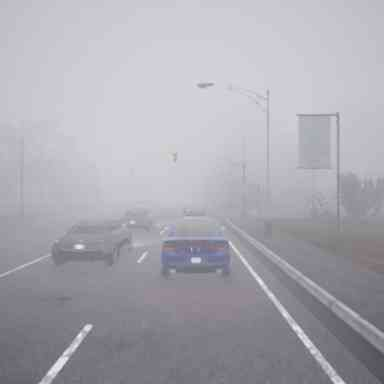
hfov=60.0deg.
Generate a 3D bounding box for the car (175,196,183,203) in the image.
[{"bbox_3d":[-3.497,1.886,88.176,2.097,1.767,4.553,0,0,0],"label":"car"}]

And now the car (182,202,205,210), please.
[{"bbox_3d":[0.101,1.616,20.323,2.128,1.511,4.902,0,0,0],"label":"car"}]

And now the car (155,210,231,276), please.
[{"bbox_3d":[0.100,1.543,10.610,1.882,1.535,5.008,0,-1,0],"label":"car"}]

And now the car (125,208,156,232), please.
[{"bbox_3d":[-3.399,1.692,20.976,1.994,1.385,4.181,0,0,0],"label":"car"}]

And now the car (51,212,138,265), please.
[{"bbox_3d":[-3.402,1.638,12.051,1.994,1.385,4.181,0,0,0],"label":"car"}]

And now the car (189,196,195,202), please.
[{"bbox_3d":[0.002,2.067,87.788,2.033,1.411,5.357,0,0,0],"label":"car"}]

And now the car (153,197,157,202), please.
[{"bbox_3d":[-10.497,2.059,89.111,1.994,1.385,4.181,0,0,0],"label":"car"}]

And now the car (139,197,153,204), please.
[{"bbox_3d":[-10.498,1.972,73.512,2.128,1.511,4.902,0,0,0],"label":"car"}]
